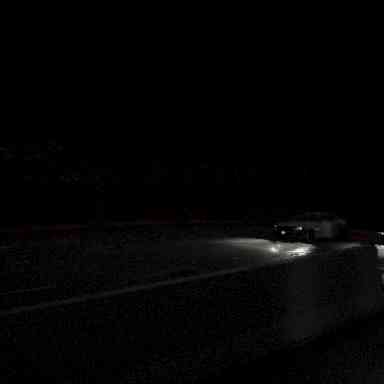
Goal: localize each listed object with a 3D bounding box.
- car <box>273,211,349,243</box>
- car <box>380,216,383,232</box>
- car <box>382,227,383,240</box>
[{"bbox_3d":[6.197,1.718,17.012,4.674,1.442,1.812,3,-2,-35],"label":"car"},{"bbox_3d":[19.692,3.203,30.917,4.892,1.490,1.837,9,-5,-35],"label":"car"},{"bbox_3d":[11.655,1.941,16.598,5.357,1.411,2.033,4,-2,-35],"label":"car"}]
